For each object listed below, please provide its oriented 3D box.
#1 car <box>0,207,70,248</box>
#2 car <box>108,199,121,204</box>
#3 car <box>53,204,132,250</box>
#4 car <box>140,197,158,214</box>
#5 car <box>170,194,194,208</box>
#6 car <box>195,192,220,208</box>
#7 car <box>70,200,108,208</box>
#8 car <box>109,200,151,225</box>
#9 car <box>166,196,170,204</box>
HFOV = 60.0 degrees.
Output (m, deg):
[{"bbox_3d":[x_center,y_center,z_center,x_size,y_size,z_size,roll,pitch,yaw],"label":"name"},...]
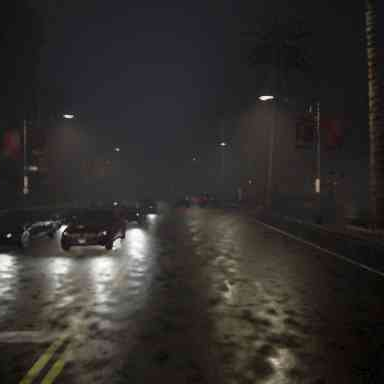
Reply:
[{"bbox_3d":[-7.484,1.493,14.739,2.033,1.411,5.357,0,0,-2],"label":"car"},{"bbox_3d":[-8.059,1.403,33.992,1.994,1.385,4.181,0,0,-2],"label":"car"},{"bbox_3d":[-3.960,1.461,14.092,1.812,1.442,4.674,0,0,-2],"label":"car"},{"bbox_3d":[-4.539,1.332,33.555,1.837,1.490,4.892,0,0,-2],"label":"car"},{"bbox_3d":[-1.305,1.253,42.768,2.128,1.511,4.902,0,0,-5],"label":"car"},{"bbox_3d":[2.167,0.966,43.246,2.150,2.045,5.566,0,0,-5],"label":"car"},{"bbox_3d":[-7.741,1.458,23.977,1.994,1.385,4.181,0,0,-1],"label":"car"},{"bbox_3d":[-4.222,1.485,23.194,1.895,1.301,4.718,0,0,-2],"label":"car"},{"bbox_3d":[-2.875,1.257,52.965,2.033,1.411,5.357,0,0,-13],"label":"car"}]
